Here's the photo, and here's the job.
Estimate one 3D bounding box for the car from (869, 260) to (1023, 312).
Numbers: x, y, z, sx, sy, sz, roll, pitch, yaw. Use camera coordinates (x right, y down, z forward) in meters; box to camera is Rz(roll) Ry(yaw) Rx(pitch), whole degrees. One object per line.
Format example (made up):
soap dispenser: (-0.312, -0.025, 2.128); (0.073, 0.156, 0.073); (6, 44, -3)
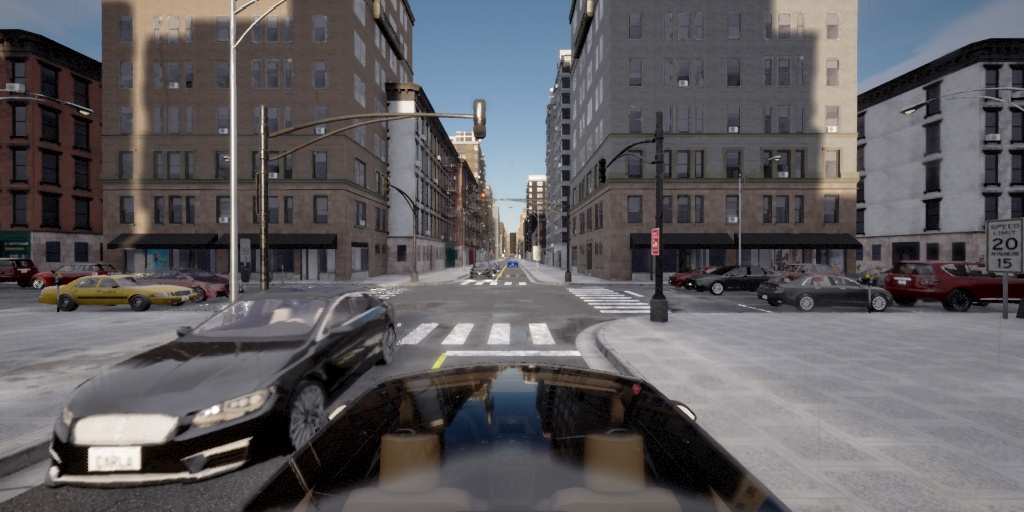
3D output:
car: (17.200, 1.091, 13.601); (5.009, 1.841, 2.192); (0, 0, 0)

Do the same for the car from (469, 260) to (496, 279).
car: (-2.777, 1.259, 33.016); (1.837, 1.490, 4.892); (0, 0, 0)

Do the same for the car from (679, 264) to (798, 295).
car: (11.919, 1.253, 19.100); (4.892, 1.490, 1.837); (0, 0, 0)

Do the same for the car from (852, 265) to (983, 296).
car: (21.401, 1.255, 19.073); (4.892, 1.490, 1.837); (0, 0, 0)

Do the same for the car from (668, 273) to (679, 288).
car: (11.817, 1.280, 21.644); (4.507, 1.381, 1.888); (0, 0, 0)

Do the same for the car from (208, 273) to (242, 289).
car: (-14.655, 1.319, 16.239); (4.181, 1.385, 1.994); (0, 0, 0)

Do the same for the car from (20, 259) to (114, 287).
car: (-26.352, 1.167, 21.766); (4.097, 1.591, 1.967); (0, 0, 0)

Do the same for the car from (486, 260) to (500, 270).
car: (-2.725, 1.288, 52.716); (1.812, 1.442, 4.674); (0, 0, 1)

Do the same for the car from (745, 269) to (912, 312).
car: (11.791, 1.325, 13.619); (4.403, 1.370, 2.007); (0, 0, 0)

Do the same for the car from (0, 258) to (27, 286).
car: (-32.014, 1.041, 21.784); (5.009, 1.841, 2.192); (0, 0, 0)

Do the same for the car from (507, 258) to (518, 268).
car: (0.144, 1.246, 63.126); (1.882, 1.535, 5.008); (0, 0, 0)

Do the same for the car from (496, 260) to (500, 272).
car: (-2.754, 1.305, 42.813); (2.033, 1.411, 5.357); (0, 0, 0)

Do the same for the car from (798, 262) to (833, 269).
car: (17.226, 1.176, 21.626); (4.097, 1.591, 1.967); (0, 0, 0)

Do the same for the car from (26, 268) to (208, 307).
car: (-14.885, 1.293, 13.704); (4.829, 1.417, 1.751); (0, 0, 0)

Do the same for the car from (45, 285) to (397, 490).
car: (-3.064, 1.241, 5.108); (2.128, 1.511, 4.902); (0, 0, -3)
